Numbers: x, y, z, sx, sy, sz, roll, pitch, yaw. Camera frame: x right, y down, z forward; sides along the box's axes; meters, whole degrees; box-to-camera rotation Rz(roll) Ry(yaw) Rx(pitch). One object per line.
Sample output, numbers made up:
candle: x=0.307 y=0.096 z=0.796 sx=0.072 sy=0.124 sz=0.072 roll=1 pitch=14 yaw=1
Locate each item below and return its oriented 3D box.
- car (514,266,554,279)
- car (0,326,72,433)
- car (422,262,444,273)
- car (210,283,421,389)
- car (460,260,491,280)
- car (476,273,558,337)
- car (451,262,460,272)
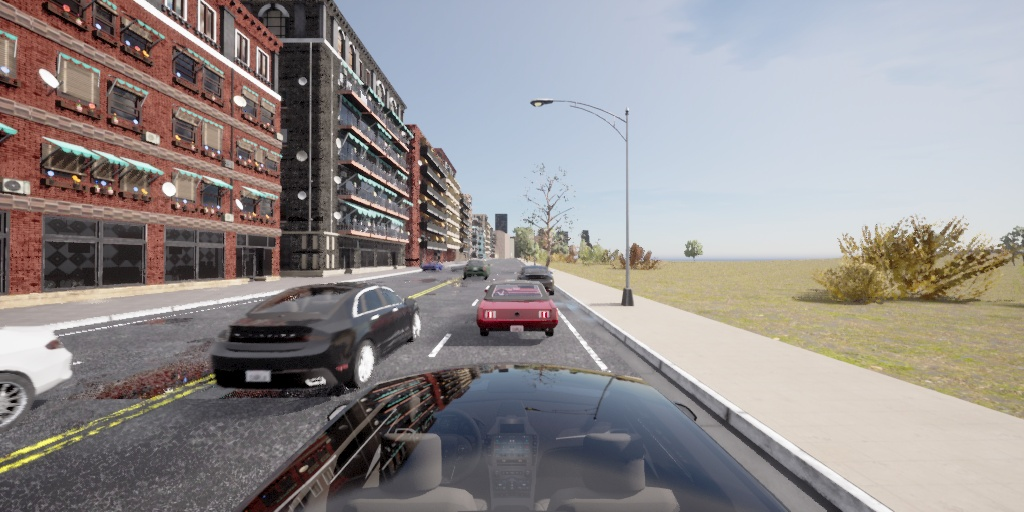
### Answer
car: x=1.204 y=1.257 z=19.505 sx=1.837 sy=1.490 sz=4.892 roll=0 pitch=0 yaw=0
car: x=-6.600 y=1.276 z=2.661 sx=1.812 sy=1.442 sz=4.674 roll=0 pitch=0 yaw=0
car: x=-9.688 y=1.352 z=44.050 sx=1.895 sy=1.301 sz=4.718 roll=0 pitch=0 yaw=0
car: x=-3.133 y=1.254 z=6.862 sx=1.837 sy=1.490 sz=4.892 roll=0 pitch=0 yaw=0
car: x=-3.035 y=1.103 z=31.893 sx=2.097 sy=1.767 sz=4.553 roll=0 pitch=0 yaw=0
car: x=0.131 y=1.352 z=10.305 sx=1.895 sy=1.301 sz=4.718 roll=0 pitch=0 yaw=0
car: x=-6.435 y=1.352 z=44.857 sx=1.895 sy=1.301 sz=4.718 roll=0 pitch=0 yaw=0
